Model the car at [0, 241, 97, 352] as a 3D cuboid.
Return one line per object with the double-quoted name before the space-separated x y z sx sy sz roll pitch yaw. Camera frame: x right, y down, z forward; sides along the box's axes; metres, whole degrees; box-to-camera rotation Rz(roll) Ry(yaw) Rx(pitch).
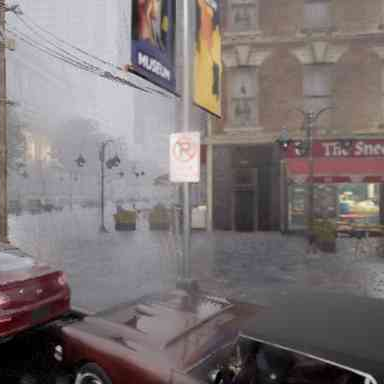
"car" -4.159 1.516 5.645 4.674 1.452 2.002 0 0 26
